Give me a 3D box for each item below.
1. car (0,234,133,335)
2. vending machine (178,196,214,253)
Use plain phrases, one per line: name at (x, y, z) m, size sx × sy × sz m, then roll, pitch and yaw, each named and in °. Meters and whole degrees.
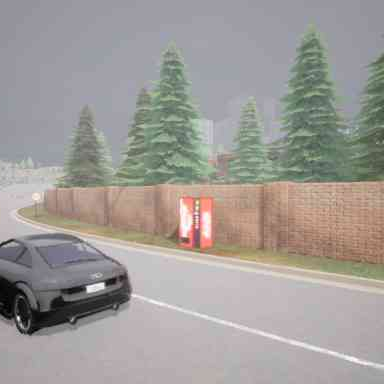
car at (-3.137, 1.564, 6.833) m, size 4.181 × 1.385 × 1.994 m, roll 0°, pitch 0°, yaw 40°
vending machine at (0.155, 1.195, 13.036) m, size 0.880 × 2.100 × 1.100 m, roll 0°, pitch 0°, yaw 42°
